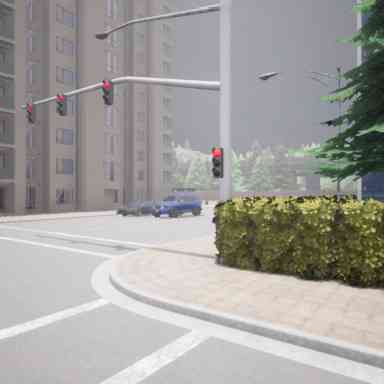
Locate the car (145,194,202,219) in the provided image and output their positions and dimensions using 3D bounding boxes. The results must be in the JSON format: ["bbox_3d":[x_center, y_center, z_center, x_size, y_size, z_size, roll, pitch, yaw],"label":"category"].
[{"bbox_3d":[-1.272,1.221,29.699,2.150,2.045,5.566,0,0,36],"label":"car"}]

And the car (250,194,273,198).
[{"bbox_3d":[9.031,1.275,43.613,2.150,2.045,5.566,0,0,36],"label":"car"}]

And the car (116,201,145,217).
[{"bbox_3d":[-4.536,1.547,31.167,2.033,1.411,5.357,0,0,36],"label":"car"}]
